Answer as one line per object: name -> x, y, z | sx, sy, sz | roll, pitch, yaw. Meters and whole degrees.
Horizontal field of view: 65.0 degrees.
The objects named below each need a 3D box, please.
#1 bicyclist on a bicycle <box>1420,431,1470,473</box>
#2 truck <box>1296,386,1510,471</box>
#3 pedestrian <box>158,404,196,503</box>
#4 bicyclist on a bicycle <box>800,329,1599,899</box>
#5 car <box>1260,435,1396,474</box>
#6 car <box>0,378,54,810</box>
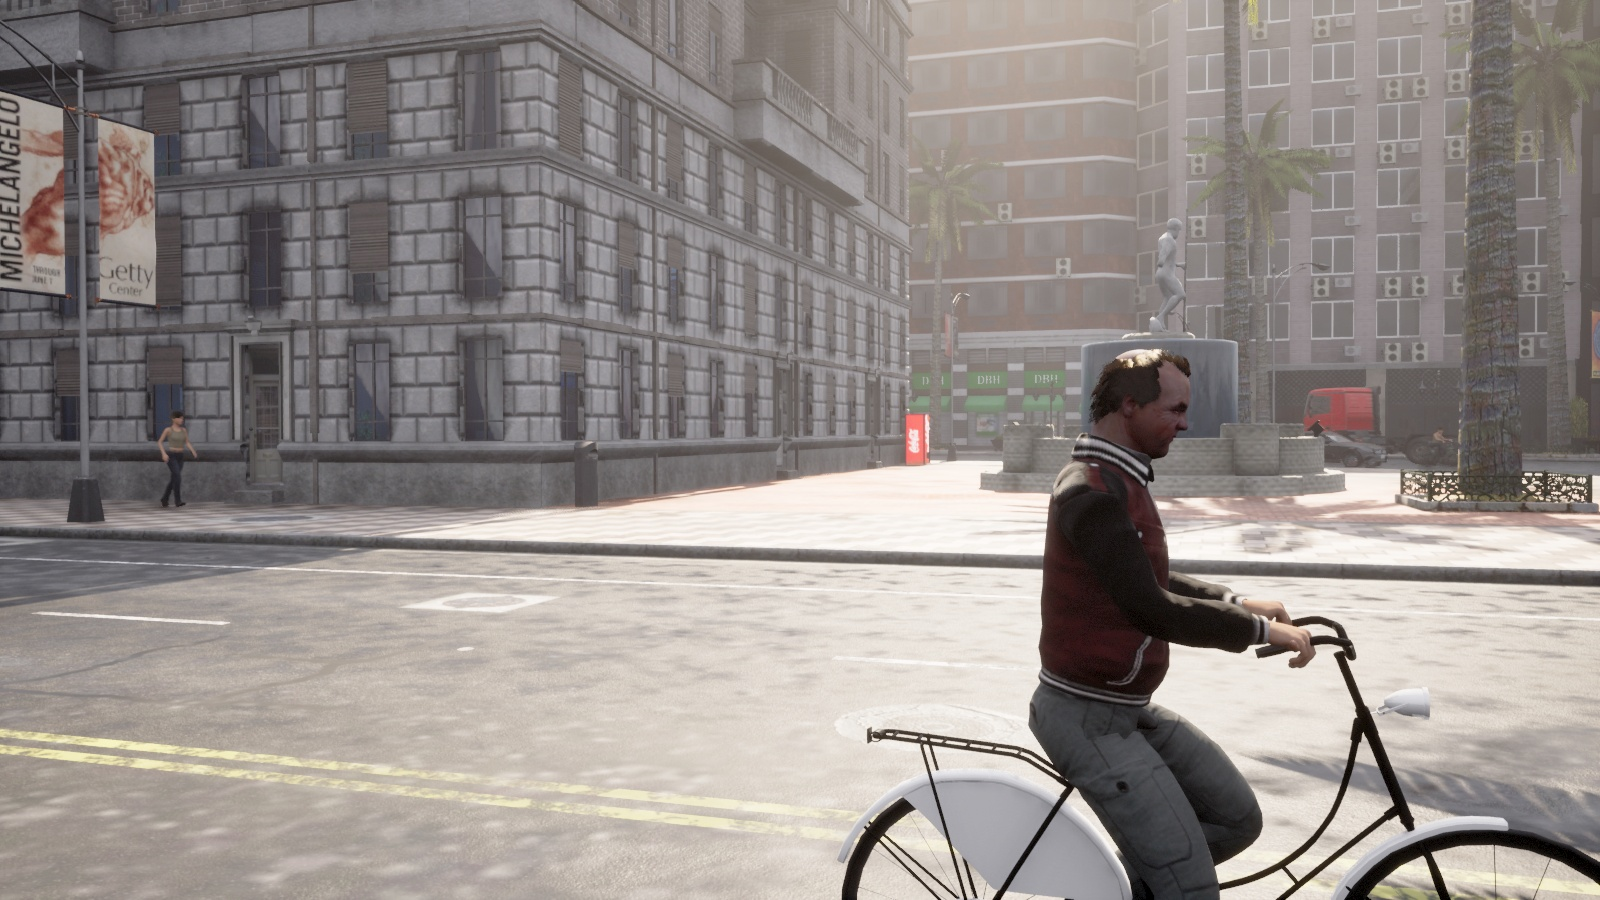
bicyclist on a bicycle -> 25.444, 0.065, 49.582 | 0.866, 1.612, 1.509 | -1, 1, -34
truck -> 26.079, -0.933, 54.688 | 2.891, 3.462, 7.936 | 0, 1, -37
pedestrian -> -11.770, 0.059, 23.726 | 0.594, 1.836, 0.345 | 1, 1, 24
bicyclist on a bicycle -> 0.978, 0.655, 2.875 | 1.843, 1.776, 0.659 | 0, 1, 19
car -> 20.917, 0.132, 49.892 | 1.812, 1.442, 4.674 | 0, 1, -40
car -> -5.684, 0.582, 5.087 | 4.553, 1.767, 2.097 | 1, 1, 18
